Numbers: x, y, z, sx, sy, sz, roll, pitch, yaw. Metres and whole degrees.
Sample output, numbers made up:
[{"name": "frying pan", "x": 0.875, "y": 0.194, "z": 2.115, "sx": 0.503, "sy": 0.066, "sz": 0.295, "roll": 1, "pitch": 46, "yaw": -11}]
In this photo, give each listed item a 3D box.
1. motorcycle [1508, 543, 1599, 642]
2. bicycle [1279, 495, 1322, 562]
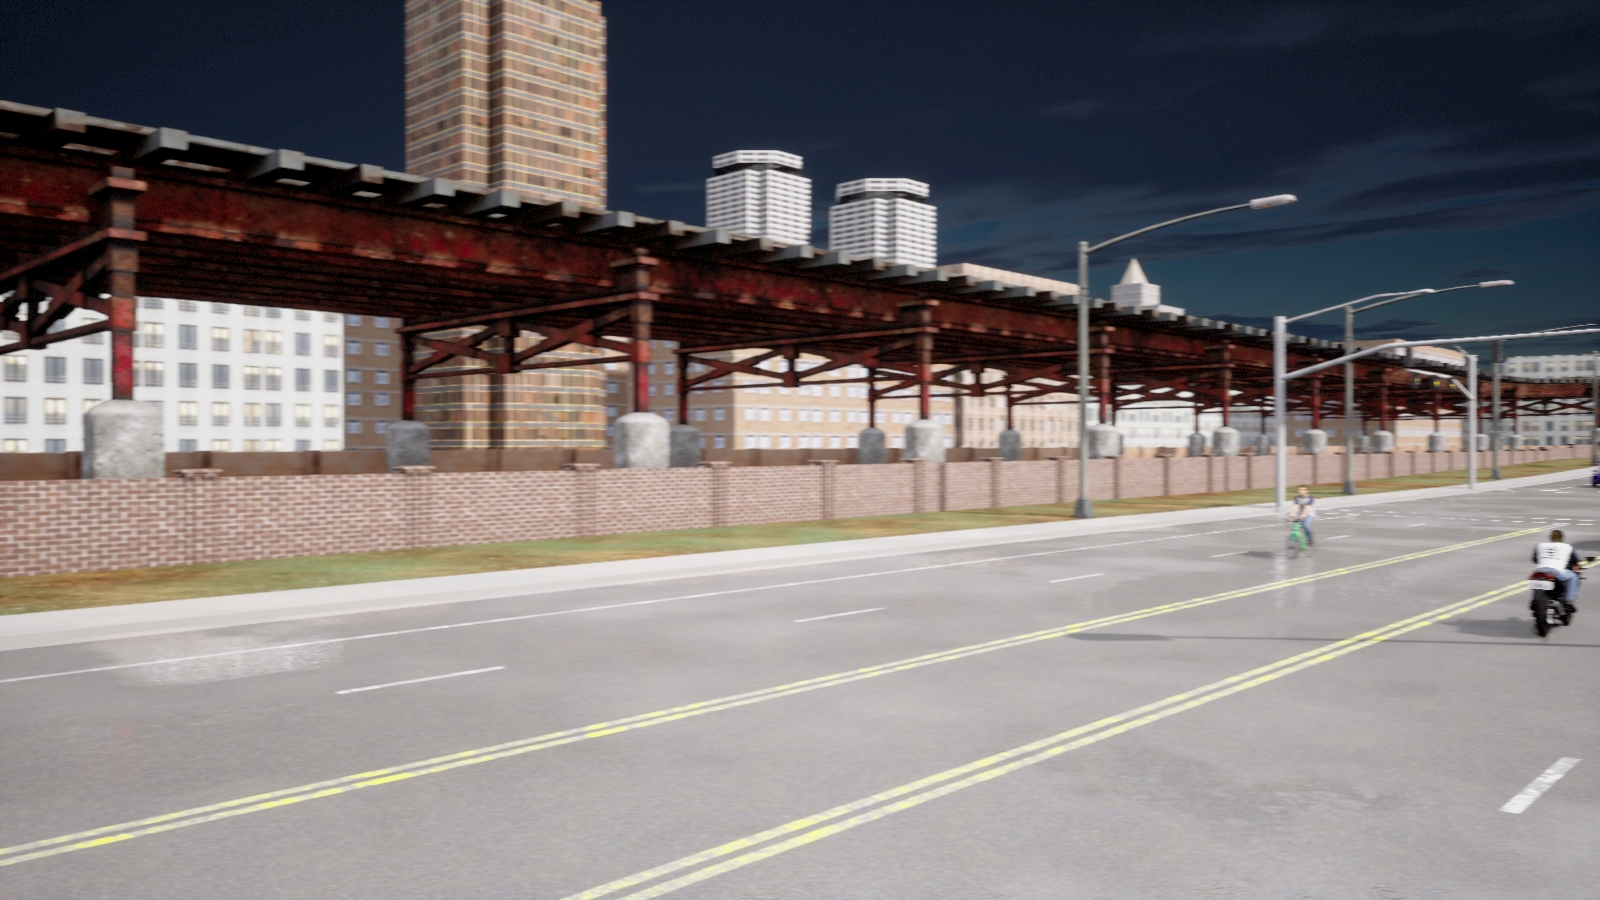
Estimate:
[{"name": "motorcycle", "x": 11.279, "y": 2.081, "z": 17.019, "sx": 0.803, "sy": 1.224, "sz": 2.033, "roll": 0, "pitch": 0, "yaw": 45}, {"name": "bicycle", "x": 12.224, "y": 1.904, "z": 27.859, "sx": 1.643, "sy": 1.521, "sz": 0.373, "roll": -1, "pitch": 1, "yaw": -45}]
